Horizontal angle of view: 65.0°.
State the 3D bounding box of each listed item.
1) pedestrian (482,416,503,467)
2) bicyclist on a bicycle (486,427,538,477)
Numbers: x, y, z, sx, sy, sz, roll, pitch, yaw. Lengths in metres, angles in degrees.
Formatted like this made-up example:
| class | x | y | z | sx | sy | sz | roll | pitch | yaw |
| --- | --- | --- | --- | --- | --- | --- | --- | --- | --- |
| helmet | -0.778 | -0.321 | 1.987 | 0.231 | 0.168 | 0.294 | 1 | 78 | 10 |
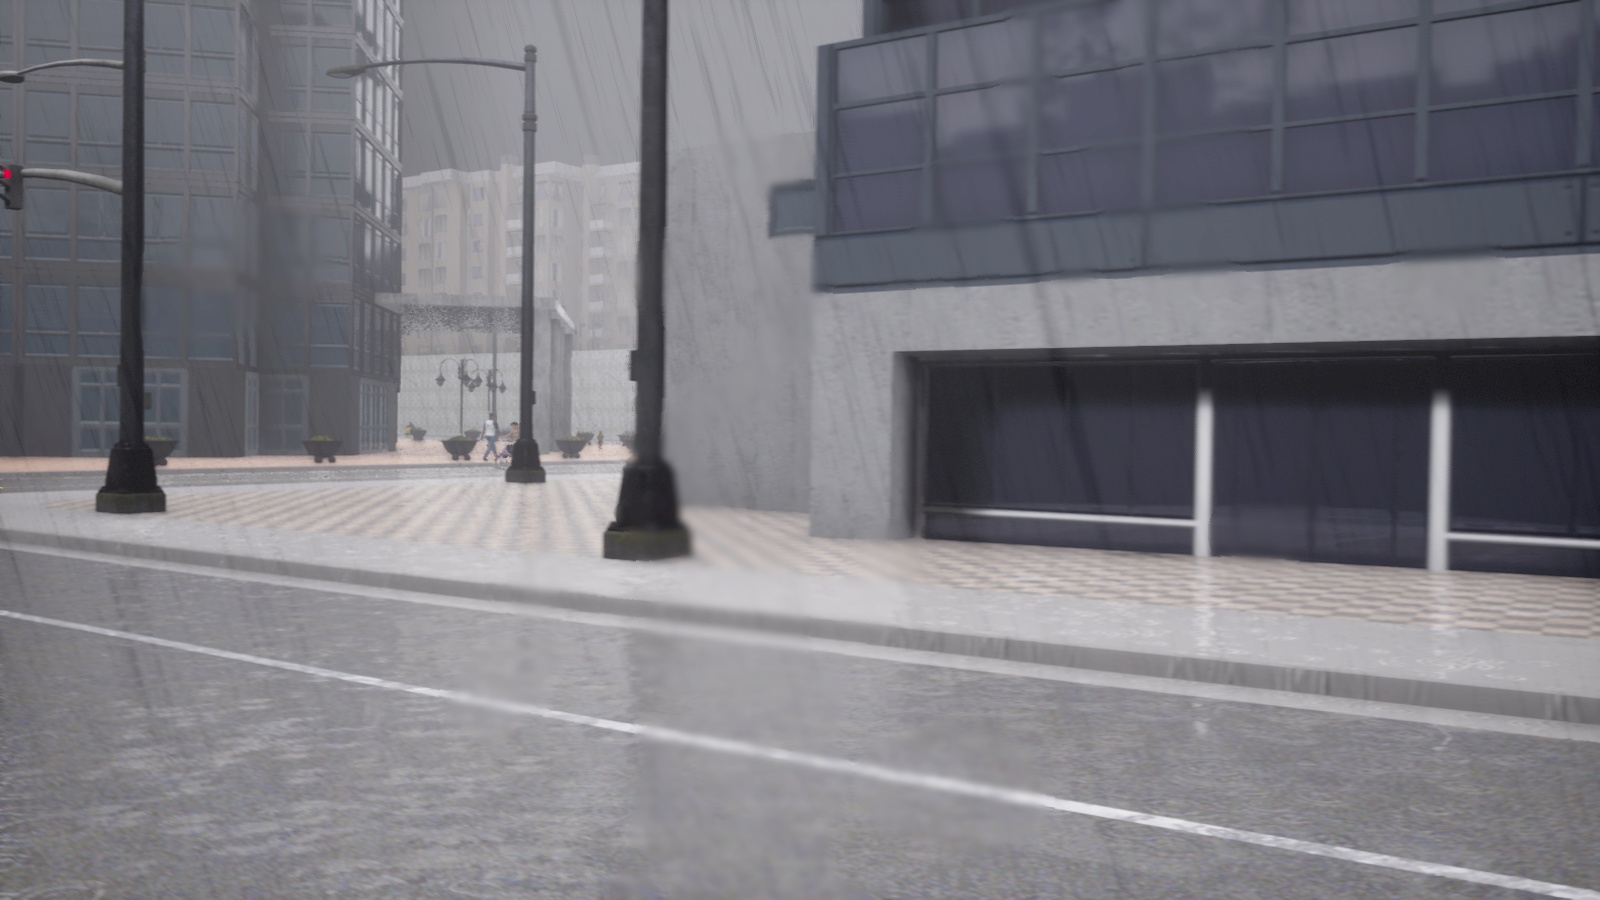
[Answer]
| class | x | y | z | sx | sy | sz | roll | pitch | yaw |
| --- | --- | --- | --- | --- | --- | --- | --- | --- | --- |
| pedestrian | -11.285 | -0.313 | 46.069 | 0.354 | 1.836 | 0.706 | 0 | 1 | 28 |
| bicyclist on a bicycle | -9.502 | 0.038 | 41.471 | 0.866 | 1.612 | 1.509 | 0 | 1 | 33 |
